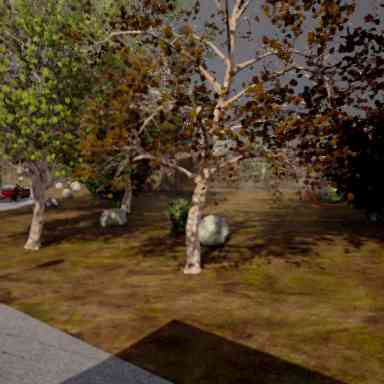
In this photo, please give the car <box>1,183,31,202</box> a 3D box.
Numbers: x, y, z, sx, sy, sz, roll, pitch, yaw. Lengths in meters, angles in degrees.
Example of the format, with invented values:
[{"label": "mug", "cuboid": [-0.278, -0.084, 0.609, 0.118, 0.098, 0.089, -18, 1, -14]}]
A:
[{"label": "car", "cuboid": [-16.196, -0.076, 30.129, 1.882, 1.535, 5.008, 5, 4, -9]}]
